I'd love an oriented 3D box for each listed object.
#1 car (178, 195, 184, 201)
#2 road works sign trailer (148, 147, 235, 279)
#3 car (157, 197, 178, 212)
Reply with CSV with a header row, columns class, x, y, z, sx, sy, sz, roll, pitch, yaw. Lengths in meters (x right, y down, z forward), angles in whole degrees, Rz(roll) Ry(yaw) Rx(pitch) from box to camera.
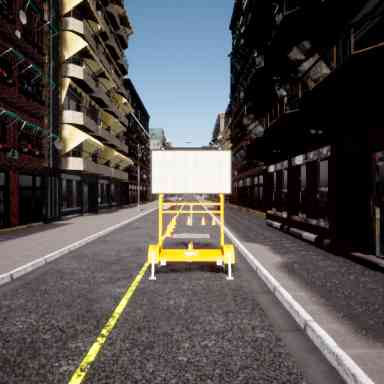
class,x,y,z,sx,sy,sz,roll,pitch,yaw
car,-2.936,1.614,85.192,1.812,1.442,4.674,0,0,0
road works sign trailer,-0.021,0.467,9.993,2.380,3.560,2.880,0,0,0
car,-2.933,1.546,38.671,1.812,1.442,4.674,0,0,0
